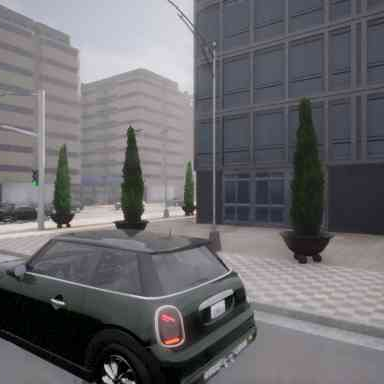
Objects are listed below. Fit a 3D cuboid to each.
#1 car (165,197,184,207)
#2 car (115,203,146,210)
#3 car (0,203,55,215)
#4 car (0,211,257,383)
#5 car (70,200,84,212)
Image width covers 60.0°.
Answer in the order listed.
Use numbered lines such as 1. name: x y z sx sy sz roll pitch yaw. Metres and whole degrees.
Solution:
1. car: -2.208 1.560 52.712 1.837 1.490 4.892 0 0 35
2. car: -8.157 1.581 44.293 1.812 1.442 4.674 0 0 35
3. car: -12.876 1.660 25.131 1.895 1.301 4.718 0 0 35
4. car: -1.433 1.352 5.015 4.553 1.767 2.097 0 0 35
5. car: -14.052 1.560 35.953 1.837 1.490 4.892 0 0 35
